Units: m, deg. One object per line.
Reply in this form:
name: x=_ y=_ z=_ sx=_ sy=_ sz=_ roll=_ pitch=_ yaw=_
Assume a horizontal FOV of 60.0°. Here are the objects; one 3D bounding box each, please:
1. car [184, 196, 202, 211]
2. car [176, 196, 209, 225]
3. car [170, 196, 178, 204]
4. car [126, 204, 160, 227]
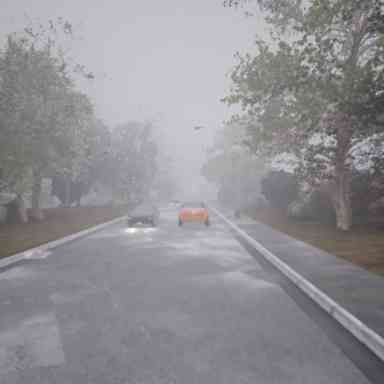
car: x=0.132 y=1.362 z=42.028 sx=2.097 sy=1.767 sz=4.553 roll=0 pitch=0 yaw=0
car: x=0.119 y=1.396 z=24.386 sx=2.097 sy=1.767 sz=4.553 roll=0 pitch=0 yaw=0
car: x=-3.207 y=1.517 z=64.307 sx=2.033 sy=1.411 sz=5.357 roll=0 pitch=0 yaw=1
car: x=-3.332 y=1.592 z=23.780 sx=2.033 sy=1.411 sz=5.357 roll=0 pitch=0 yaw=0
